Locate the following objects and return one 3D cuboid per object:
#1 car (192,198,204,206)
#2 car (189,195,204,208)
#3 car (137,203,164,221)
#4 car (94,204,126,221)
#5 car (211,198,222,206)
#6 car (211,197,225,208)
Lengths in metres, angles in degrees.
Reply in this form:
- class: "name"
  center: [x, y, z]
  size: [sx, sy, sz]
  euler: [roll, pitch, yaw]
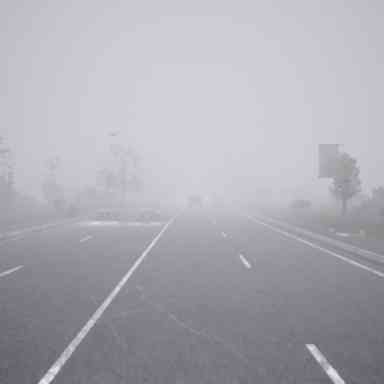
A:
- class: "car"
  center: [1.205, 1.825, 63.866]
  size: [2.033, 1.411, 5.357]
  euler: [0, 0, 4]
- class: "car"
  center: [0.630, 1.452, 53.139]
  size: [2.150, 2.045, 5.566]
  euler: [0, 0, 3]
- class: "car"
  center: [-3.459, 1.650, 28.438]
  size: [1.812, 1.442, 4.674]
  euler: [0, 0, 1]
- class: "car"
  center: [-6.958, 1.690, 28.562]
  size: [1.994, 1.385, 4.181]
  euler: [0, 0, 1]
- class: "car"
  center: [4.699, 1.877, 63.655]
  size: [1.895, 1.301, 4.718]
  euler: [0, 0, 4]
- class: "car"
  center: [4.143, 1.583, 53.377]
  size: [2.097, 1.767, 4.553]
  euler: [0, 0, 3]
